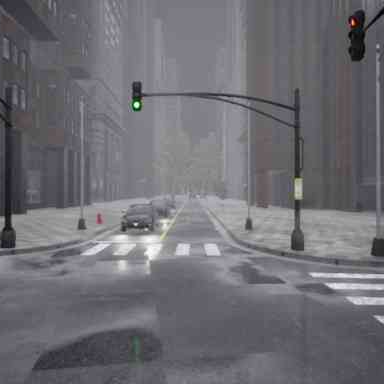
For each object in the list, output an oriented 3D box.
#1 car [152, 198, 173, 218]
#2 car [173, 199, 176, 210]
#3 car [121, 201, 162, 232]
[{"bbox_3d":[-3.061,1.470,30.391,1.882,1.535,5.008,0,0,0],"label":"car"},{"bbox_3d":[-3.031,1.527,43.553,2.033,1.411,5.357,0,0,0],"label":"car"},{"bbox_3d":[-3.084,1.503,20.304,1.837,1.490,4.892,0,0,-1],"label":"car"}]
